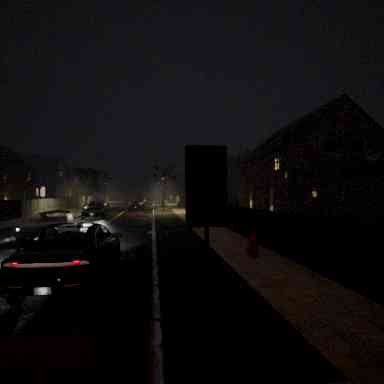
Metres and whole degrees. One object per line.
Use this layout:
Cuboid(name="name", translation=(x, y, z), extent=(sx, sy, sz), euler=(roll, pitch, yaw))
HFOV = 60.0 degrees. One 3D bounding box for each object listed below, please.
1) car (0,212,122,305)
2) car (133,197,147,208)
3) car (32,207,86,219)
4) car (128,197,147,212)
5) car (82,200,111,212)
Cuboid(name="car", translation=(-2.850, 1.481, 8.121), extent=(2.128, 1.511, 4.902), euler=(0, 0, -7))
Cuboid(name="car", translation=(-7.624, 1.476, 48.853), extent=(1.837, 1.490, 4.892), euler=(0, 0, -6))
Cuboid(name="car", translation=(-6.605, 1.596, 15.689), extent=(1.895, 1.301, 4.718), euler=(0, 0, -7))
Cuboid(name="car", translation=(-6.408, 1.450, 38.854), extent=(2.128, 1.511, 4.902), euler=(0, 0, -6))
Cuboid(name="car", translation=(-8.063, 1.471, 28.193), extent=(2.128, 1.511, 4.902), euler=(0, 0, -6))
